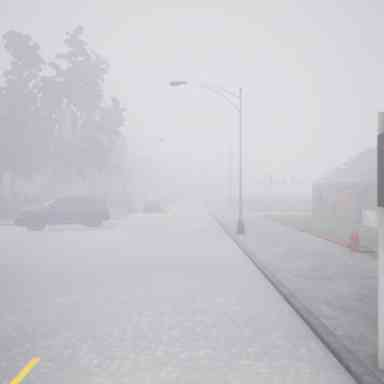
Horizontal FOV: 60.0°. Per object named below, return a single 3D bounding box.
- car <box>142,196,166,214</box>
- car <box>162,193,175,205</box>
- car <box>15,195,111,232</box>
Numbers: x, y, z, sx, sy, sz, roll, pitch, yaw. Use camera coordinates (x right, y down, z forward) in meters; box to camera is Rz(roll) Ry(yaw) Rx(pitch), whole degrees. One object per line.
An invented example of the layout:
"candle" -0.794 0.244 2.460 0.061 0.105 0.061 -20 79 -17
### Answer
"car" -4.212 1.509 36.239 1.837 1.490 4.892 0 0 0
"car" -4.182 1.226 57.407 2.150 2.045 5.566 0 0 0
"car" -7.822 1.226 20.595 5.566 2.045 2.150 0 2 -34
